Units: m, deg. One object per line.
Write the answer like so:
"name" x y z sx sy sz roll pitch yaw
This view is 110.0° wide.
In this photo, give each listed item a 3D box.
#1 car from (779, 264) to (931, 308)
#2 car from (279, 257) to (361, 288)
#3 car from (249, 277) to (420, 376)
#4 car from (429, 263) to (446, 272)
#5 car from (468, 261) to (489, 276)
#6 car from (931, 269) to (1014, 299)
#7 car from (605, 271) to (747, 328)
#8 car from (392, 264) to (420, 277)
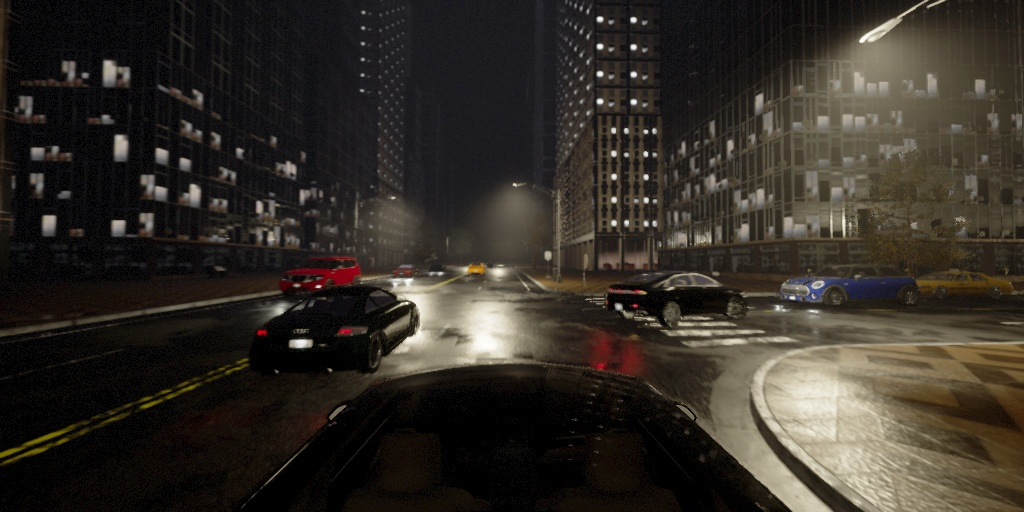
"car" 13.764 1.130 14.837 4.553 1.767 2.097 0 -1 -2
"car" -10.293 1.062 19.822 2.150 2.045 5.566 0 0 -1
"car" -3.324 1.330 7.573 1.994 1.385 4.181 -1 0 -1
"car" -11.017 1.672 53.421 1.994 1.385 4.181 0 0 -1
"car" -4.104 1.536 42.550 1.882 1.535 5.008 0 0 -1
"car" 21.577 1.335 17.682 4.829 1.417 1.751 0 0 -2
"car" 5.168 1.220 11.132 4.902 1.511 2.128 0 -3 -27
"car" -10.661 1.536 36.335 1.994 1.385 4.181 0 0 -1
